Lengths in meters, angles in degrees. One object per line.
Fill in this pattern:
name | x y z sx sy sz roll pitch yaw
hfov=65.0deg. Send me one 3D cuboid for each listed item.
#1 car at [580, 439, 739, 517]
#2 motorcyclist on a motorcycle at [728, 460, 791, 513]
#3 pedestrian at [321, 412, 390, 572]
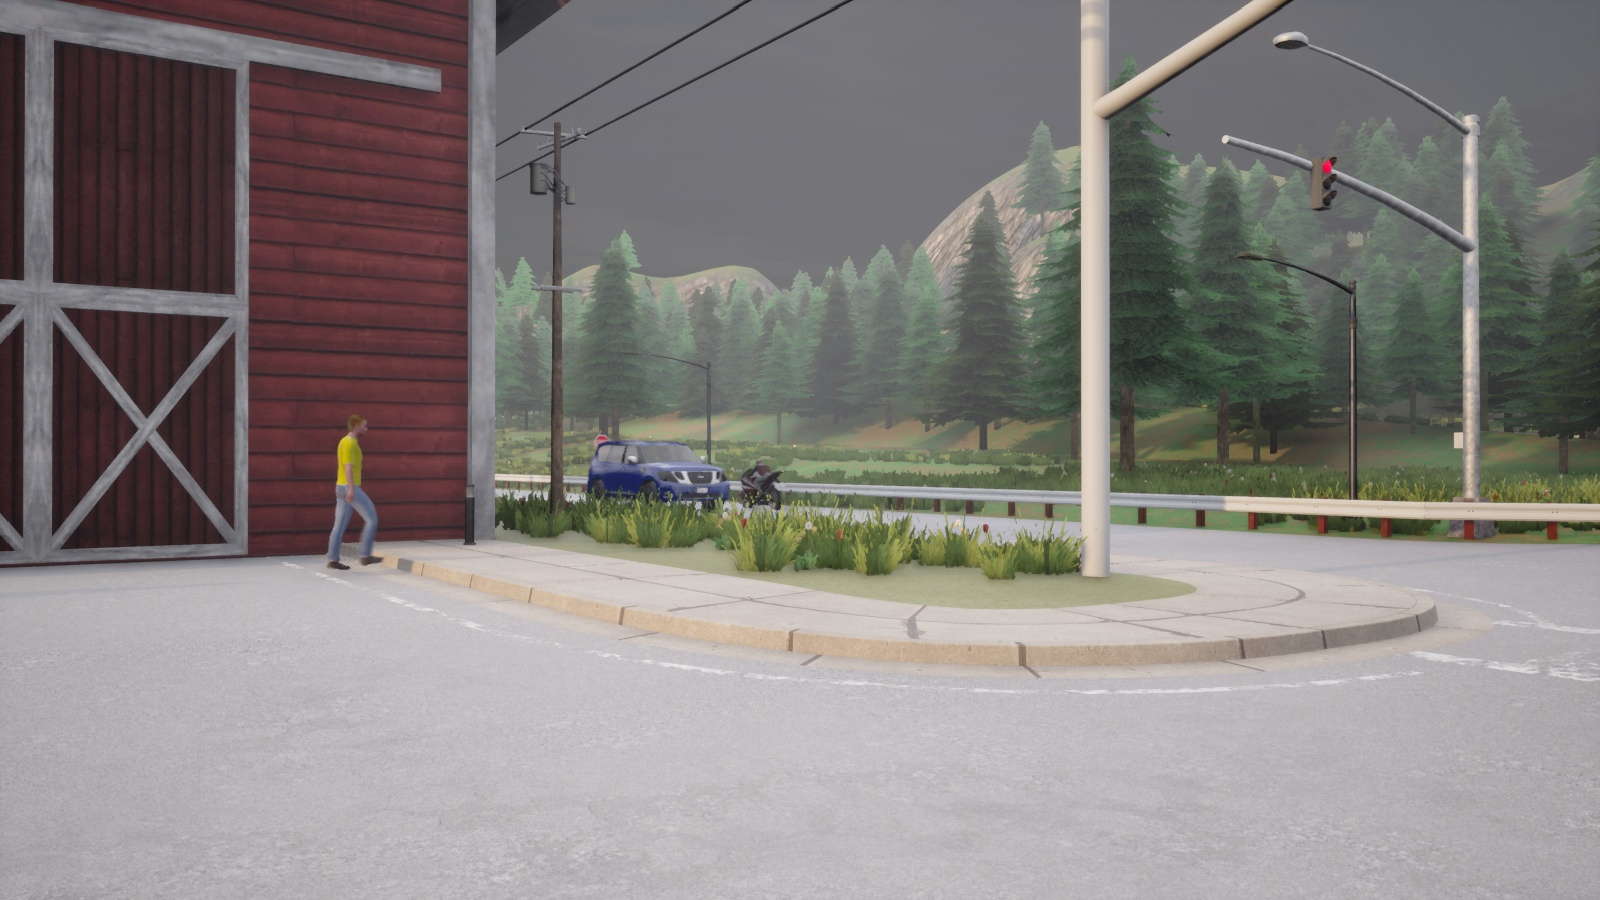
car | -4.092 0.747 35.594 2.150 2.045 5.566 0 0 -34
motorcyclist on a motorcycle | -1.222 1.064 37.599 0.866 1.530 2.191 0 0 -34
pedestrian | -5.219 0.487 14.758 0.706 1.836 0.354 0 0 -30
